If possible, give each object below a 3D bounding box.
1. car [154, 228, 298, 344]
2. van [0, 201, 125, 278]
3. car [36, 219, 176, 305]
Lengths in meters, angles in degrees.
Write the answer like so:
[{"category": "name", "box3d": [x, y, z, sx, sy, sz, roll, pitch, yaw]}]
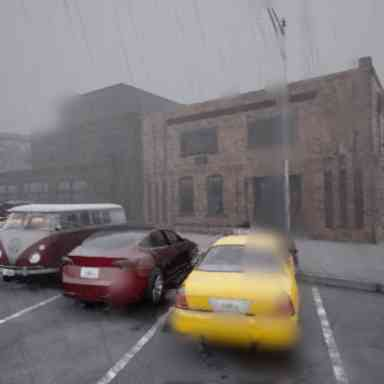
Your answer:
[{"category": "car", "box3d": [1.174, 1.514, 6.829, 1.946, 1.575, 5.366, -1, -1, 15]}, {"category": "van", "box3d": [-3.683, 1.345, 9.943, 1.878, 1.987, 4.442, 0, -1, 15]}, {"category": "car", "box3d": [-1.260, 1.573, 8.381, 2.163, 1.488, 4.792, -1, -1, 15]}]
